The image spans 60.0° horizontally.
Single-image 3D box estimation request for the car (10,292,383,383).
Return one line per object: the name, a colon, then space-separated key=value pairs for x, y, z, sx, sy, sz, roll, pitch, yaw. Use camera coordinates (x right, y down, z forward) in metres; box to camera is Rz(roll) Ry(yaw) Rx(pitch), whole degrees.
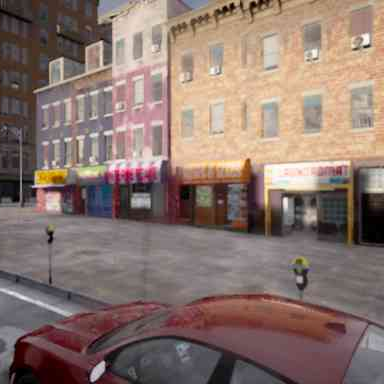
car: x=0.318 y=1.528 z=2.602 sx=4.507 sy=1.381 sz=1.887 roll=1 pitch=0 yaw=36
